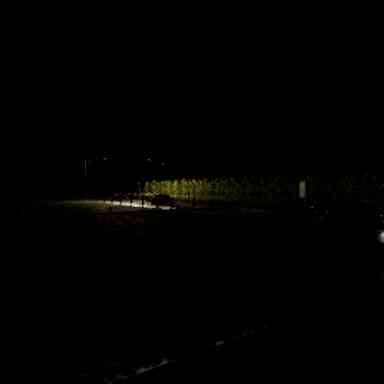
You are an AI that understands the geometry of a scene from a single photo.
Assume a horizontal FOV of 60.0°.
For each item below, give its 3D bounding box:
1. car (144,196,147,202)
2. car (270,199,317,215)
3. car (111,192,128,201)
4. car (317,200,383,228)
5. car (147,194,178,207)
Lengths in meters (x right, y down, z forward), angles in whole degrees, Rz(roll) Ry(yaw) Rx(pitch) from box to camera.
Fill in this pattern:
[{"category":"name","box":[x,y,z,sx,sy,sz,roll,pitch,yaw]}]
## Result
[{"category":"car","box":[-6.467,0.998,54.823,2.128,1.511,4.902,0,1,-32]},{"category":"car","box":[9.342,1.330,30.306,1.895,1.301,4.718,0,1,-33]},{"category":"car","box":[-12.670,0.775,57.935,1.837,1.490,4.892,0,1,-32]},{"category":"car","box":[10.510,1.310,20.773,1.837,1.490,4.892,1,0,-23]},{"category":"car","box":[-3.689,1.109,43.585,1.837,1.490,4.892,0,1,-33]}]
